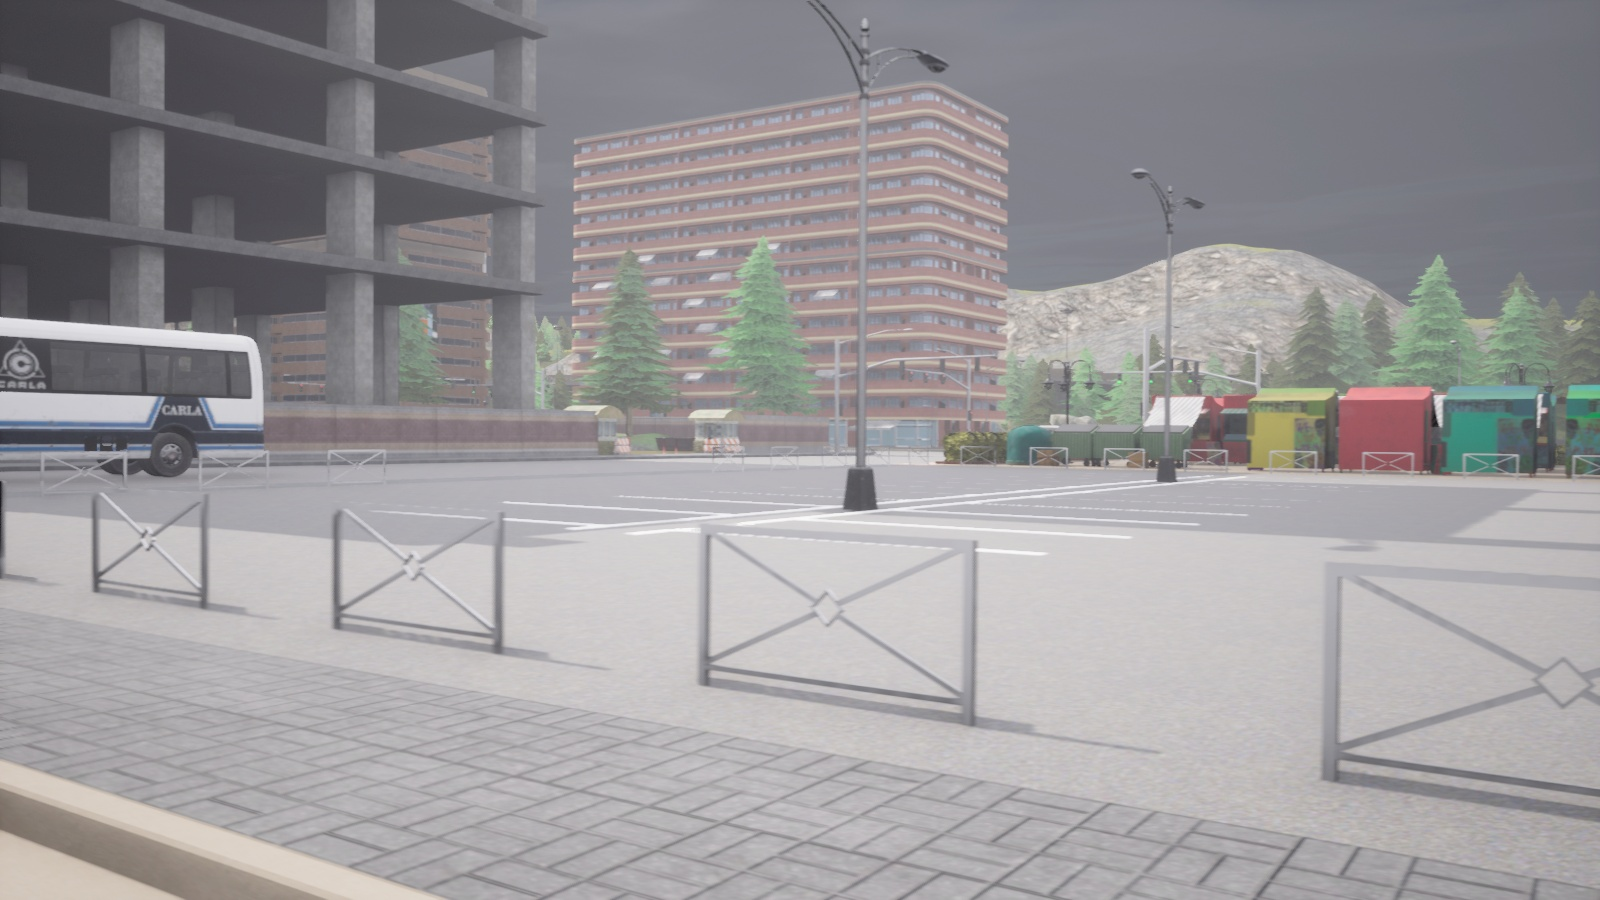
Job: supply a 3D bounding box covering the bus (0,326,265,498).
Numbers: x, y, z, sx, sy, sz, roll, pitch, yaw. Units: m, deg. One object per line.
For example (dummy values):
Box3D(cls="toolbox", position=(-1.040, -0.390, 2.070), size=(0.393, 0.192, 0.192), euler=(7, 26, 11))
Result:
Box3D(cls="bus", position=(-20.334, -0.980, 33.956), size=(3.944, 4.253, 10.273), euler=(0, 1, 33))
